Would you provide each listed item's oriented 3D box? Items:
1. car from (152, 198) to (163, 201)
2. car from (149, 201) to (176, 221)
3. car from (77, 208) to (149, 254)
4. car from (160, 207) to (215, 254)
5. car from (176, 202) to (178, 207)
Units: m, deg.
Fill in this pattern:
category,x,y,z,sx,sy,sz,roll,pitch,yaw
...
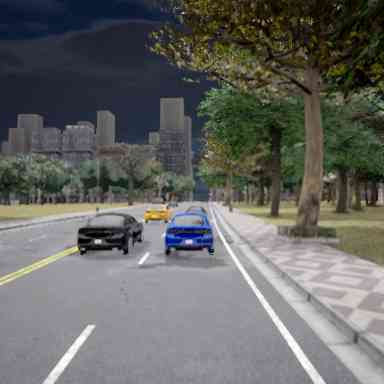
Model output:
category,x,y,z,sx,sy,sz,roll,pitch,yaw
car,-7.404,2.275,72.072,2.150,2.045,5.566,0,-1,3
car,-2.869,1.838,29.290,1.882,1.535,5.008,0,-1,3
car,-3.309,1.637,14.342,1.882,1.535,5.008,0,0,1
car,-0.059,1.638,14.303,1.882,1.535,5.008,0,0,1
car,-4.156,2.600,71.945,1.994,1.385,4.181,0,-1,3
